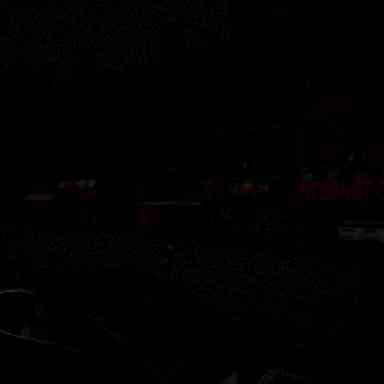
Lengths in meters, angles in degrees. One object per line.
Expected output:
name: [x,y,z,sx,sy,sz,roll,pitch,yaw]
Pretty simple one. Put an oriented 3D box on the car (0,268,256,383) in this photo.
car: [-1.406,1.580,3.819,4.313,1.339,1.947,0,-1,35]
